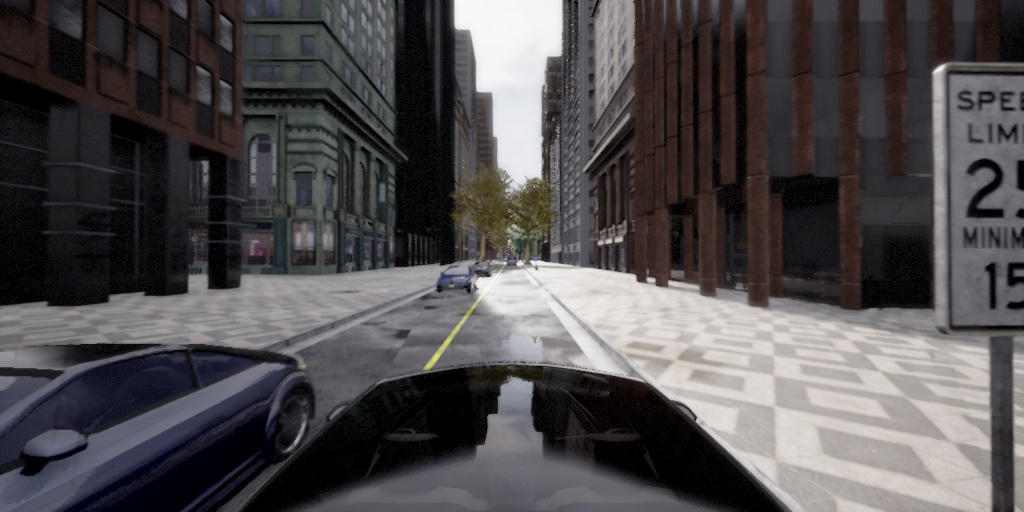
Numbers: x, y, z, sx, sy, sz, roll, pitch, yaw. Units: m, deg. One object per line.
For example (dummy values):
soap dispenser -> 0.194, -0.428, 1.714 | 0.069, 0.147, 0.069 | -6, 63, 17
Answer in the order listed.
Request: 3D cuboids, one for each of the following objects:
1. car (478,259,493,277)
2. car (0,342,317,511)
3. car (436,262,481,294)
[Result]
car -> -3.019, 1.314, 36.038 | 1.837, 1.490, 4.892 | 0, 0, 0
car -> -3.098, 1.316, 2.155 | 1.994, 1.385, 4.181 | 0, 0, 0
car -> -3.056, 1.277, 20.620 | 1.812, 1.442, 4.674 | 0, 0, 0
